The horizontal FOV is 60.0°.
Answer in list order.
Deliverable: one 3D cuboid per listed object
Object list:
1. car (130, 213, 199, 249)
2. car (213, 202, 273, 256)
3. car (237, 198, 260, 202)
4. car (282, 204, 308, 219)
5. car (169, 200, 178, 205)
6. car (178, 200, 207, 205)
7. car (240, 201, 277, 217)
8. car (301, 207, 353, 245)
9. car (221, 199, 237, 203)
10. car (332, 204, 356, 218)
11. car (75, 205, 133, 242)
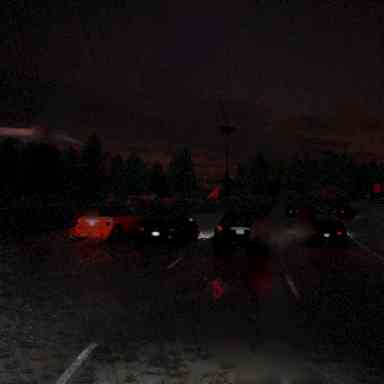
[{"bbox_3d":[-0.995,1.707,15.608,1.994,1.385,4.181,0,-1,14],"label":"car"},{"bbox_3d":[2.242,1.492,14.122,2.097,1.767,4.553,0,-1,13],"label":"car"},{"bbox_3d":[10.746,1.947,59.934,2.097,1.767,4.553,0,-1,45],"label":"car"},{"bbox_3d":[10.648,1.894,33.082,2.033,1.411,5.357,0,-1,34],"label":"car"},{"bbox_3d":[-2.230,2.130,61.624,1.994,1.385,4.181,0,-1,43],"label":"car"},{"bbox_3d":[0.601,2.105,59.554,2.033,1.411,5.357,0,-1,44],"label":"car"},{"bbox_3d":[6.932,1.887,33.771,2.033,1.411,5.357,0,-1,33],"label":"car"},{"bbox_3d":[6.562,1.705,16.654,1.812,1.442,4.674,0,-1,18],"label":"car"},{"bbox_3d":[7.389,2.077,61.526,1.882,1.535,5.008,0,-1,45],"label":"car"},{"bbox_3d":[14.880,1.909,33.054,2.033,1.411,5.357,0,-1,36],"label":"car"},{"bbox_3d":[-4.085,1.502,17.516,2.097,1.767,4.553,0,-1,15],"label":"car"}]
